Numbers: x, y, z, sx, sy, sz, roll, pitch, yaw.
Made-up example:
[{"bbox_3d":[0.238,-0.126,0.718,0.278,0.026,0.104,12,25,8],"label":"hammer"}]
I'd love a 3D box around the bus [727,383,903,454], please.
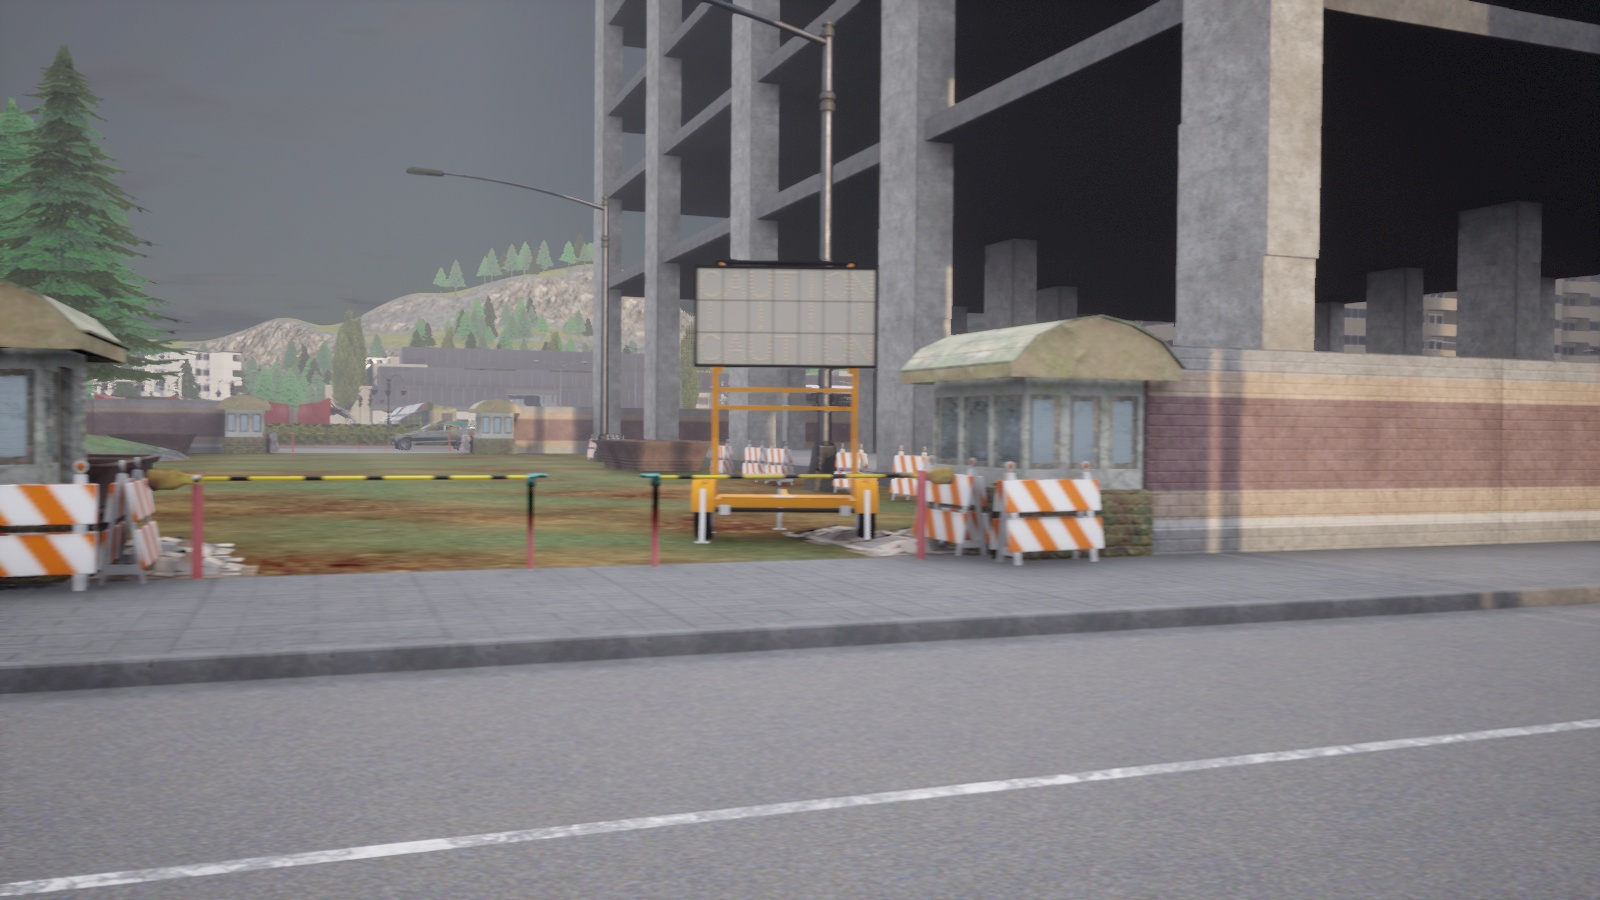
[{"bbox_3d":[0.927,-1.976,78.719,10.273,4.253,3.944,-1,1,-21],"label":"bus"}]

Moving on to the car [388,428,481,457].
[{"bbox_3d":[-21.464,-0.457,73.689,5.027,1.651,2.152,-1,1,-21],"label":"car"}]
